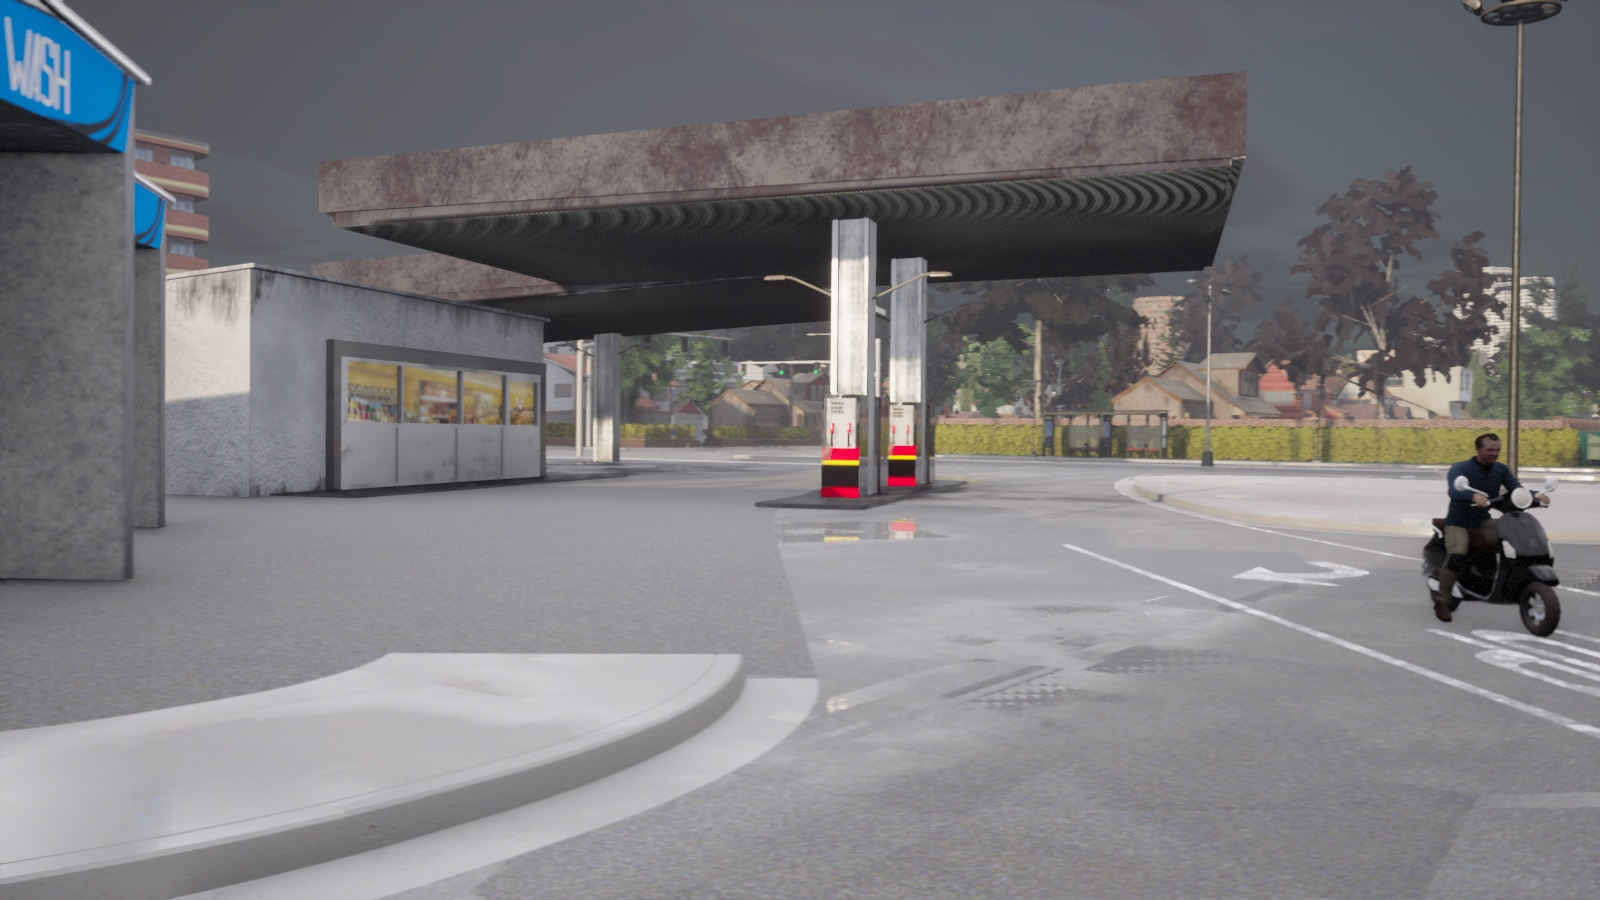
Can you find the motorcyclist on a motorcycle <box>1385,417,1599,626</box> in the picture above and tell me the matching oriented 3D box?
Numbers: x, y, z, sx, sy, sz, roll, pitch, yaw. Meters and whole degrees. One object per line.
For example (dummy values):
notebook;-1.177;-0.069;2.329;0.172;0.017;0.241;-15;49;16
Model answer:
motorcyclist on a motorcycle;5.786;0.529;10.515;0.866;1.590;1.817;-1;1;-3
